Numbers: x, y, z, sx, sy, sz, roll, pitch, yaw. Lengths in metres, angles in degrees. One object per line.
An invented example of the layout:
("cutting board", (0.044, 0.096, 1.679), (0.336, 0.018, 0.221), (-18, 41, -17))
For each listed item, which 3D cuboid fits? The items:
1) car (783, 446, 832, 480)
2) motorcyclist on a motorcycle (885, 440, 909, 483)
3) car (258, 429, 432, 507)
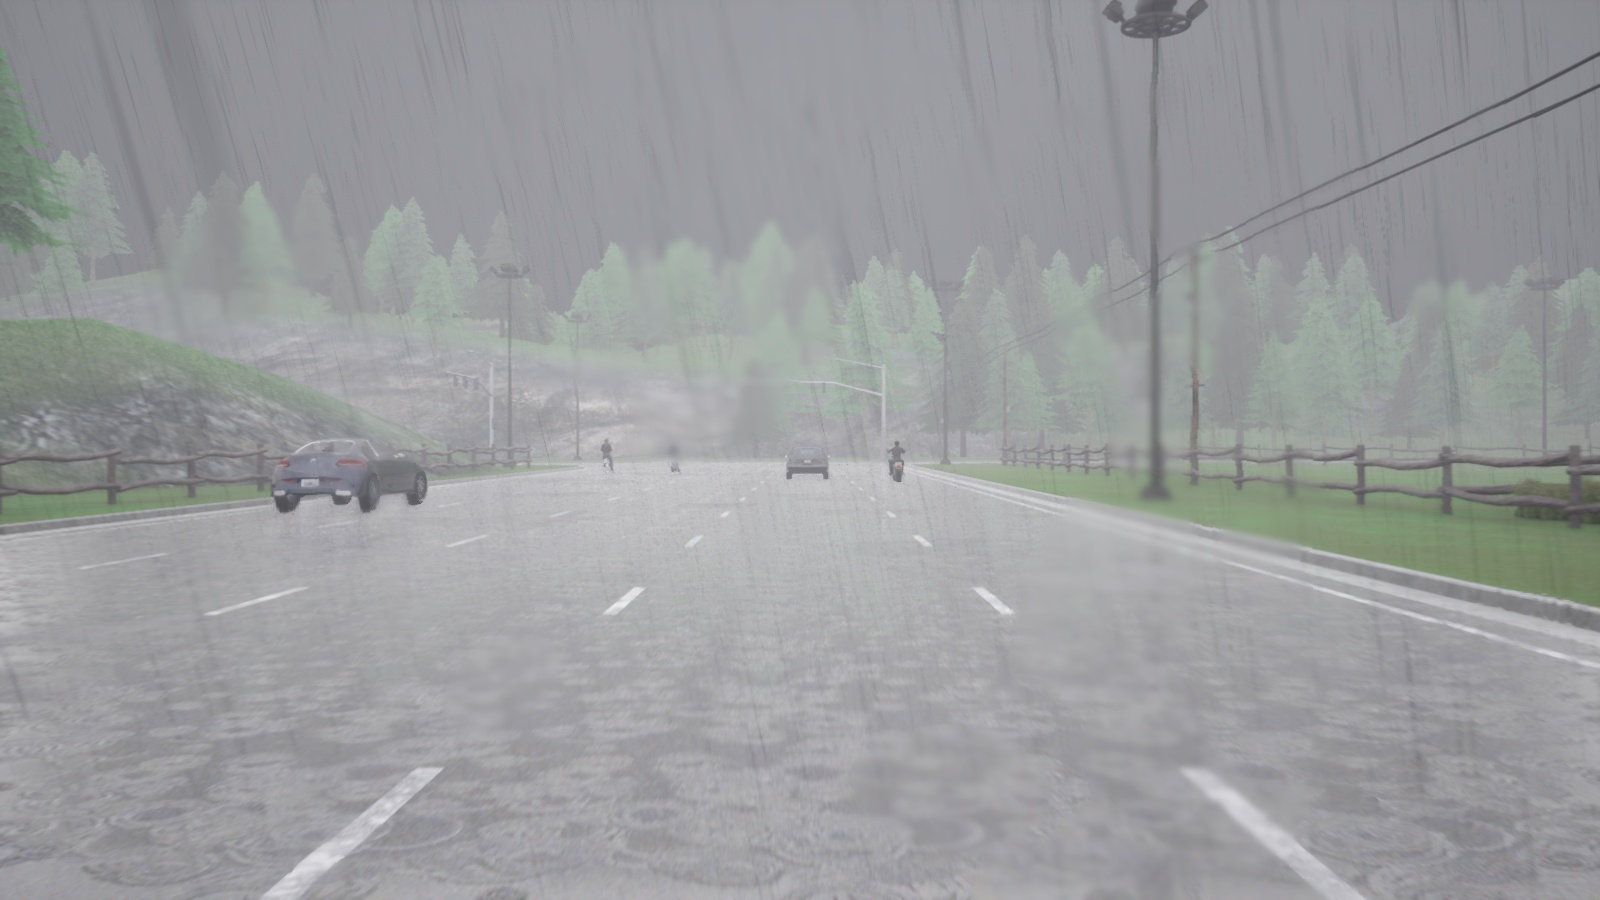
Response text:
("car", (0.324, 0.521, 54.357), (2.033, 1.411, 5.357), (0, 0, 0))
("motorcyclist on a motorcycle", (3.795, 0.452, 49.231), (0.766, 1.649, 2.350), (0, 0, 0))
("car", (-10.320, 0.371, 28.949), (2.152, 1.651, 5.027), (0, 0, 0))
